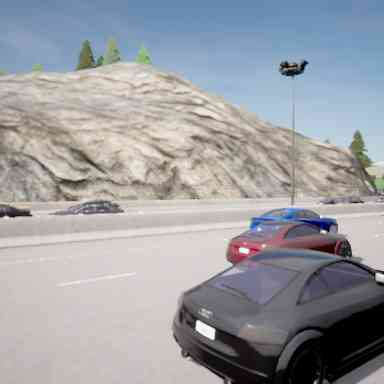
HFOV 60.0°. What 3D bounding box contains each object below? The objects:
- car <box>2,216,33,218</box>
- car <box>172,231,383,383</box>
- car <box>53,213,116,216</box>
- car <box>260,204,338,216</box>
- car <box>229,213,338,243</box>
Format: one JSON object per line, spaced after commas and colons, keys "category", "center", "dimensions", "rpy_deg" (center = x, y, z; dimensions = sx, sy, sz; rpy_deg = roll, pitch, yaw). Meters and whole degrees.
{"category": "car", "center": [-12.707, 1.478, 20.723], "dimensions": [5.008, 1.535, 1.882], "rpy_deg": [0, 0, -35]}
{"category": "car", "center": [1.787, 1.564, 5.018], "dimensions": [4.181, 1.385, 1.994], "rpy_deg": [0, 0, -36]}
{"category": "car", "center": [-6.567, 1.491, 20.801], "dimensions": [4.902, 1.511, 2.128], "rpy_deg": [0, 0, -35]}
{"category": "car", "center": [4.956, 1.476, 15.877], "dimensions": [5.008, 1.535, 1.882], "rpy_deg": [0, 0, -35]}
{"category": "car", "center": [3.053, 1.563, 10.221], "dimensions": [4.181, 1.385, 1.994], "rpy_deg": [0, 0, -35]}
